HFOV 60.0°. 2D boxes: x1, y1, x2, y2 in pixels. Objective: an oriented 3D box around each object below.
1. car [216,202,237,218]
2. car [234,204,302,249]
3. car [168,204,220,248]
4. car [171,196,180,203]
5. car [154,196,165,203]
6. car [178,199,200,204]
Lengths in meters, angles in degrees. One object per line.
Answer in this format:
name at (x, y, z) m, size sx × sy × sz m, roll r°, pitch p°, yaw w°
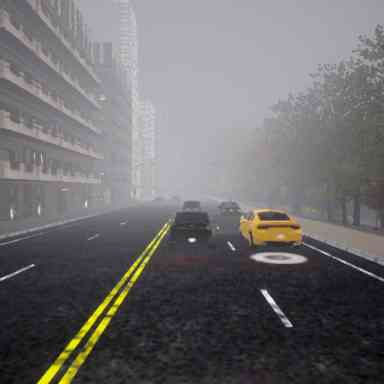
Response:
car at (3.251, 1.562, 29.652) m, size 2.033 × 1.411 × 5.357 m, roll 0°, pitch 0°, yaw 0°
car at (3.251, 1.483, 14.651) m, size 1.882 × 1.535 × 5.008 m, roll 0°, pitch 0°, yaw 0°
car at (0.001, 1.515, 14.651) m, size 1.837 × 1.490 × 4.892 m, roll 0°, pitch 0°, yaw 0°
car at (-3.255, 1.543, 67.847) m, size 1.812 × 1.442 × 4.674 m, roll 0°, pitch 0°, yaw 0°
car at (-6.503, 1.567, 67.862) m, size 1.994 × 1.385 × 4.181 m, roll 0°, pitch 0°, yaw 0°
car at (0.001, 1.515, 29.652) m, size 1.837 × 1.490 × 4.892 m, roll 0°, pitch 0°, yaw 0°
